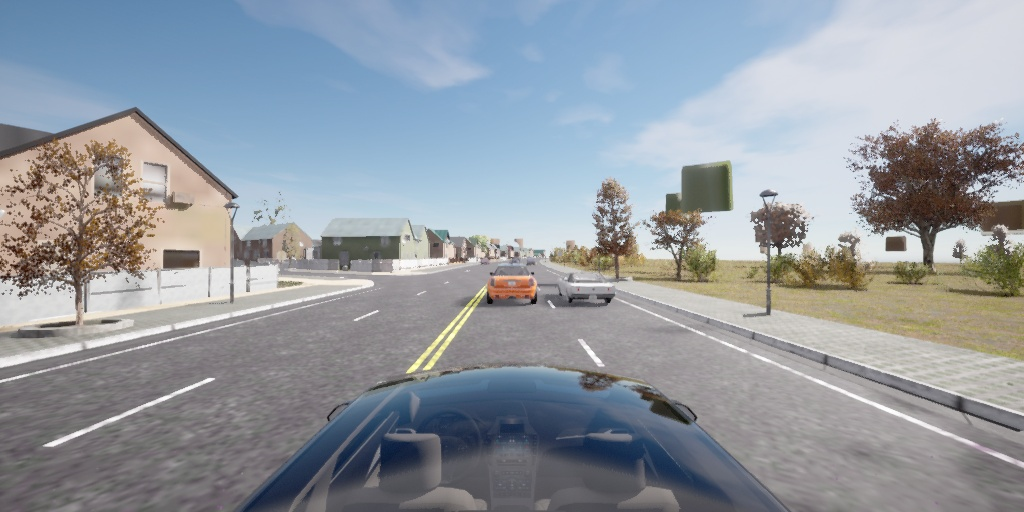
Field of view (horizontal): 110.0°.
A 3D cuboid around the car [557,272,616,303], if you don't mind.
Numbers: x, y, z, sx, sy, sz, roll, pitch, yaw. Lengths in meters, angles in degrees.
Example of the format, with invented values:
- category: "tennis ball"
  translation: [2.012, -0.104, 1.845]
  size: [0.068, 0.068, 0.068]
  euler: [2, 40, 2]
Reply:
- category: "car"
  translation: [3.251, 1.369, 16.575]
  size: [1.895, 1.301, 4.718]
  euler: [0, 0, 0]

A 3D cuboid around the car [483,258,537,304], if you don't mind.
- category: "car"
  translation: [0.001, 1.119, 16.515]
  size: [2.097, 1.767, 4.553]
  euler: [0, 0, 0]
